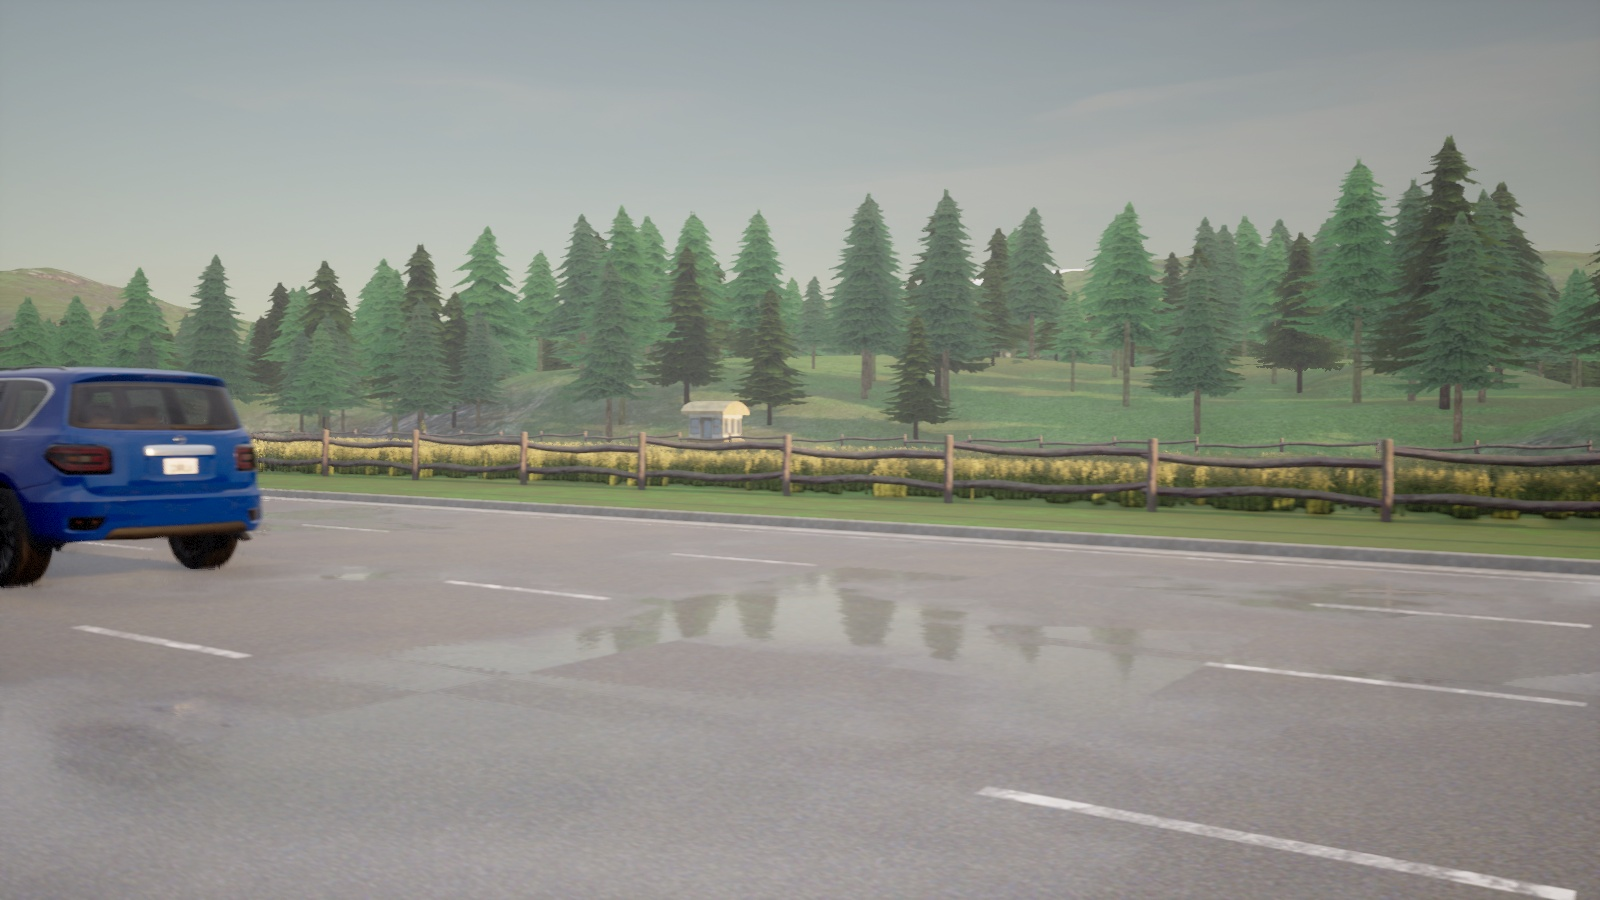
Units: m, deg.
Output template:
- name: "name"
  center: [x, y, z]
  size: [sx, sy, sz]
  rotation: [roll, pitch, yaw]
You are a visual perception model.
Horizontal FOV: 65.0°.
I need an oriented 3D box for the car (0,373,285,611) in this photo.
- name: "car"
  center: [-8.072, 0.343, 13.183]
  size: [5.566, 2.045, 2.150]
  rotation: [0, 1, 34]
